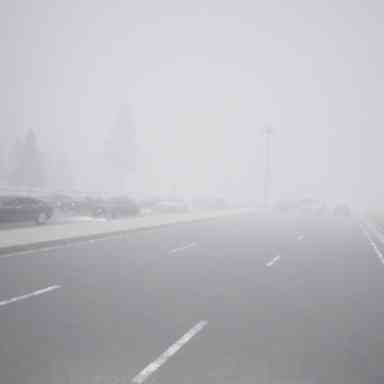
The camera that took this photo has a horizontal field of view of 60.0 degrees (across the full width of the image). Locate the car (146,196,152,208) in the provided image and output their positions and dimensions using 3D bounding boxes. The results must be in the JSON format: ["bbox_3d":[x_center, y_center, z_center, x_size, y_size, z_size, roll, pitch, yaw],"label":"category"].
[{"bbox_3d":[-4.121,1.162,36.517,1.994,1.385,4.181,3,0,25],"label":"car"}]

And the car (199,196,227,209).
[{"bbox_3d":[3.201,1.433,43.967,2.128,1.511,4.902,3,1,25],"label":"car"}]

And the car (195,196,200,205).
[{"bbox_3d":[1.571,1.327,48.689,2.128,1.511,4.902,3,0,26],"label":"car"}]

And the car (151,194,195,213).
[{"bbox_3d":[-1.833,1.261,33.133,1.812,1.442,4.674,3,0,25],"label":"car"}]

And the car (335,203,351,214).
[{"bbox_3d":[22.924,2.491,50.317,2.033,1.411,5.357,3,0,26],"label":"car"}]

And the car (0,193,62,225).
[{"bbox_3d":[-9.327,0.930,16.814,1.837,1.490,4.892,3,0,25],"label":"car"}]

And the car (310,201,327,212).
[{"bbox_3d":[19.791,2.250,51.861,1.882,1.535,5.008,3,0,26],"label":"car"}]

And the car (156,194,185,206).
[{"bbox_3d":[-2.926,1.084,47.364,1.882,1.535,5.008,3,0,25],"label":"car"}]

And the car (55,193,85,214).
[{"bbox_3d":[-8.560,1.016,26.877,1.895,1.301,4.718,3,0,25],"label":"car"}]

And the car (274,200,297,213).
[{"bbox_3d":[12.260,1.908,44.166,2.128,1.511,4.902,3,0,26],"label":"car"}]

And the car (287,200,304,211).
[{"bbox_3d":[16.654,2.078,53.404,1.882,1.535,5.008,3,0,26],"label":"car"}]

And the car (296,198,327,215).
[{"bbox_3d":[15.305,1.806,42.394,2.150,2.045,5.566,3,0,28],"label":"car"}]

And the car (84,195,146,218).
[{"bbox_3d":[-5.617,1.143,24.916,1.994,1.385,4.181,3,0,24],"label":"car"}]

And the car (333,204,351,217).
[{"bbox_3d":[18.647,2.329,41.322,1.994,1.385,4.181,3,0,26],"label":"car"}]
